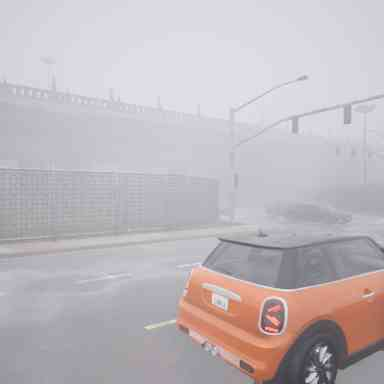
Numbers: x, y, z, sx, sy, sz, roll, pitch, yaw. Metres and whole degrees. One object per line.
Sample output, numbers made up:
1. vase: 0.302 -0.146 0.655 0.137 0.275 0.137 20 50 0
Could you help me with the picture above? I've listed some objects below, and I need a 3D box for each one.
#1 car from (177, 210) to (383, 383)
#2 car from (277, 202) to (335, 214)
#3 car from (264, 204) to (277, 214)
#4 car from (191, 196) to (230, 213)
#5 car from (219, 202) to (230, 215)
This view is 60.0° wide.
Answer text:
1. car: 2.081 1.352 5.272 4.553 1.767 2.097 0 0 -35
2. car: 8.833 1.540 23.701 1.837 1.490 4.892 0 -1 -36
3. car: 8.919 1.603 29.607 2.033 1.411 5.357 0 0 -36
4. car: 2.100 1.407 39.148 2.097 1.767 4.553 0 0 -36
5. car: 1.892 1.561 33.420 1.837 1.490 4.892 0 0 -36
